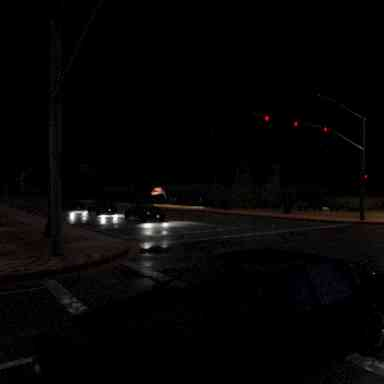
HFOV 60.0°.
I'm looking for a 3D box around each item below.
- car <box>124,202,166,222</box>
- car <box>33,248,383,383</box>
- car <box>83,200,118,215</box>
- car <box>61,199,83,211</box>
[{"bbox_3d":[-3.859,1.510,26.297,1.812,1.442,4.674,0,0,-36],"label":"car"},{"bbox_3d":[0.904,1.543,4.488,5.357,1.411,2.033,0,0,-35],"label":"car"},{"bbox_3d":[-9.087,1.548,33.615,1.994,1.385,4.181,0,0,-35],"label":"car"},{"bbox_3d":[-14.924,1.586,41.825,1.895,1.301,4.718,0,0,-35],"label":"car"}]
